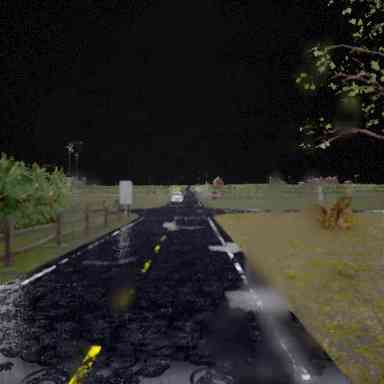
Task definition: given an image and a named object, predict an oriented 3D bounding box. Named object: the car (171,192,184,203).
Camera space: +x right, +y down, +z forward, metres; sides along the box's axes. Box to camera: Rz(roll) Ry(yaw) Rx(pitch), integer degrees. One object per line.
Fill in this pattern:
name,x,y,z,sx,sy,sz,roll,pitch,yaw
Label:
car,-2.736,1.081,62.671,2.150,2.045,5.566,0,2,0
